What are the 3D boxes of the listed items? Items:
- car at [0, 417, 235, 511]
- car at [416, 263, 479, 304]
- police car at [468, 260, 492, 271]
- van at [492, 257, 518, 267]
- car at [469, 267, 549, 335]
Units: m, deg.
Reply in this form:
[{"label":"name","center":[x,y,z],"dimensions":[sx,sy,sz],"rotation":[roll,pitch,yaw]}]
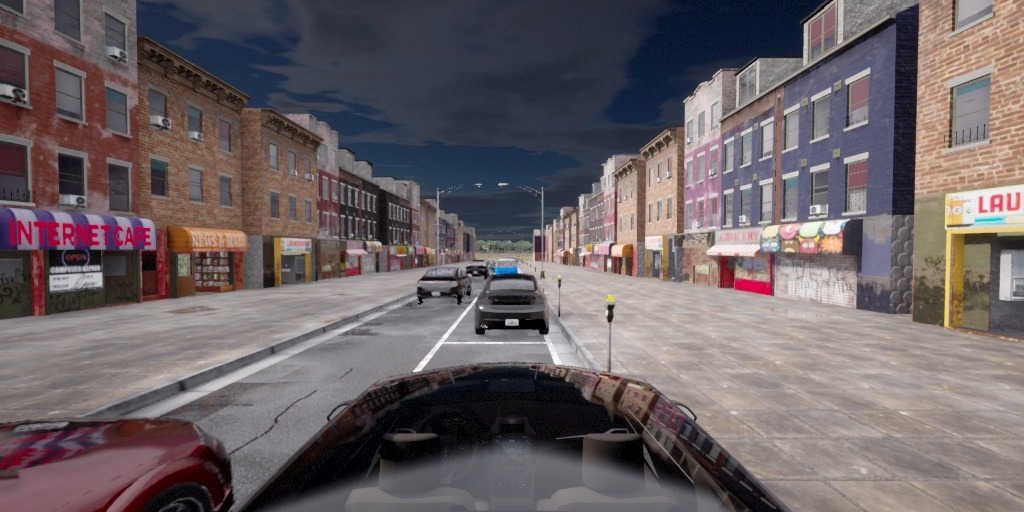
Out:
[{"label":"car","center":[-2.921,1.314,0.750],"dimensions":[1.994,1.385,4.181],"rotation":[0,0,0]},{"label":"car","center":[-2.921,1.235,16.210],"dimensions":[2.128,1.511,4.902],"rotation":[0,0,0]},{"label":"police car","center":[-3.019,1.164,32.205],"dimensions":[1.930,1.638,5.238],"rotation":[0,0,0]},{"label":"van","center":[-0.382,1.081,27.392],"dimensions":[1.690,1.789,3.998],"rotation":[0,0,0]},{"label":"car","center":[0.001,1.250,10.502],"dimensions":[1.837,1.490,4.892],"rotation":[0,0,0]}]
